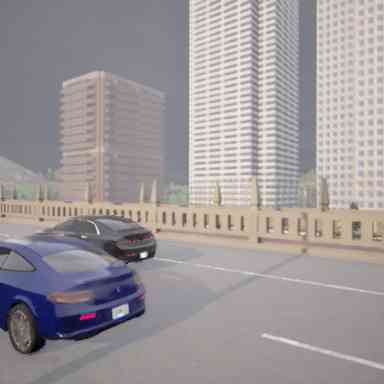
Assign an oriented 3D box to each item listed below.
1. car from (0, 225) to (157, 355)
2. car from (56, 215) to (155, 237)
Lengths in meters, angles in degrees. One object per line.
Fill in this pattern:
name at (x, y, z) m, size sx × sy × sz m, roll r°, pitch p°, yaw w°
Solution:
car at (-2.884, 1.519, 6.048) m, size 4.674 × 1.442 × 1.812 m, roll 0°, pitch 0°, yaw 35°
car at (-3.312, 1.494, 10.651) m, size 4.892 × 1.490 × 1.837 m, roll 0°, pitch 0°, yaw 35°
